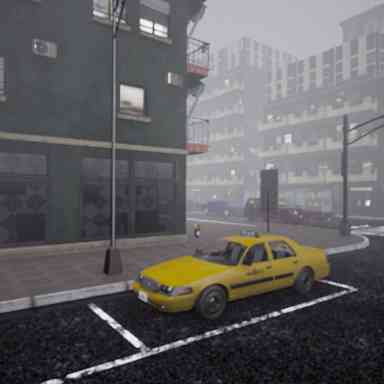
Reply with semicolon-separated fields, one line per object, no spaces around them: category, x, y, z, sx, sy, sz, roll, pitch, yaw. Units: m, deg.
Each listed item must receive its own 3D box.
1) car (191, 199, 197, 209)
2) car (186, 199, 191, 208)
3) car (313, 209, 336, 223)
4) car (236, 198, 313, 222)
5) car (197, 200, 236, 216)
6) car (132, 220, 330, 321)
car;2.585;1.619;39.827;2.033;1.411;5.357;0;0;-36
car;-0.429;1.647;48.402;1.802;1.307;4.206;1;0;-36
car;8.677;1.697;25.988;1.895;1.301;4.718;0;0;-37
car;6.085;1.392;25.136;2.192;1.841;5.009;1;0;-36
car;3.080;1.544;33.689;1.882;1.535;5.008;0;0;-36
car;1.091;1.558;7.341;4.829;1.417;1.752;0;0;-36
